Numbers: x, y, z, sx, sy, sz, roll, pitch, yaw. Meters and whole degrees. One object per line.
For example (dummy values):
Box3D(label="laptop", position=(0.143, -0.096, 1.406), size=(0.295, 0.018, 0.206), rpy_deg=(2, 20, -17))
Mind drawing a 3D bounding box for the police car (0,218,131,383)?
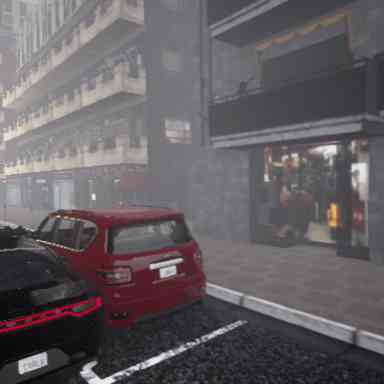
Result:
Box3D(label="police car", position=(-3.143, 1.365, 5.036), size=(1.930, 1.638, 5.238), rpy_deg=(-3, 2, -40))

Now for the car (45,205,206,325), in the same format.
Box3D(label="car", position=(-1.888, 1.186, 6.452), size=(2.192, 1.841, 5.009), rpy_deg=(-4, 3, -41))
